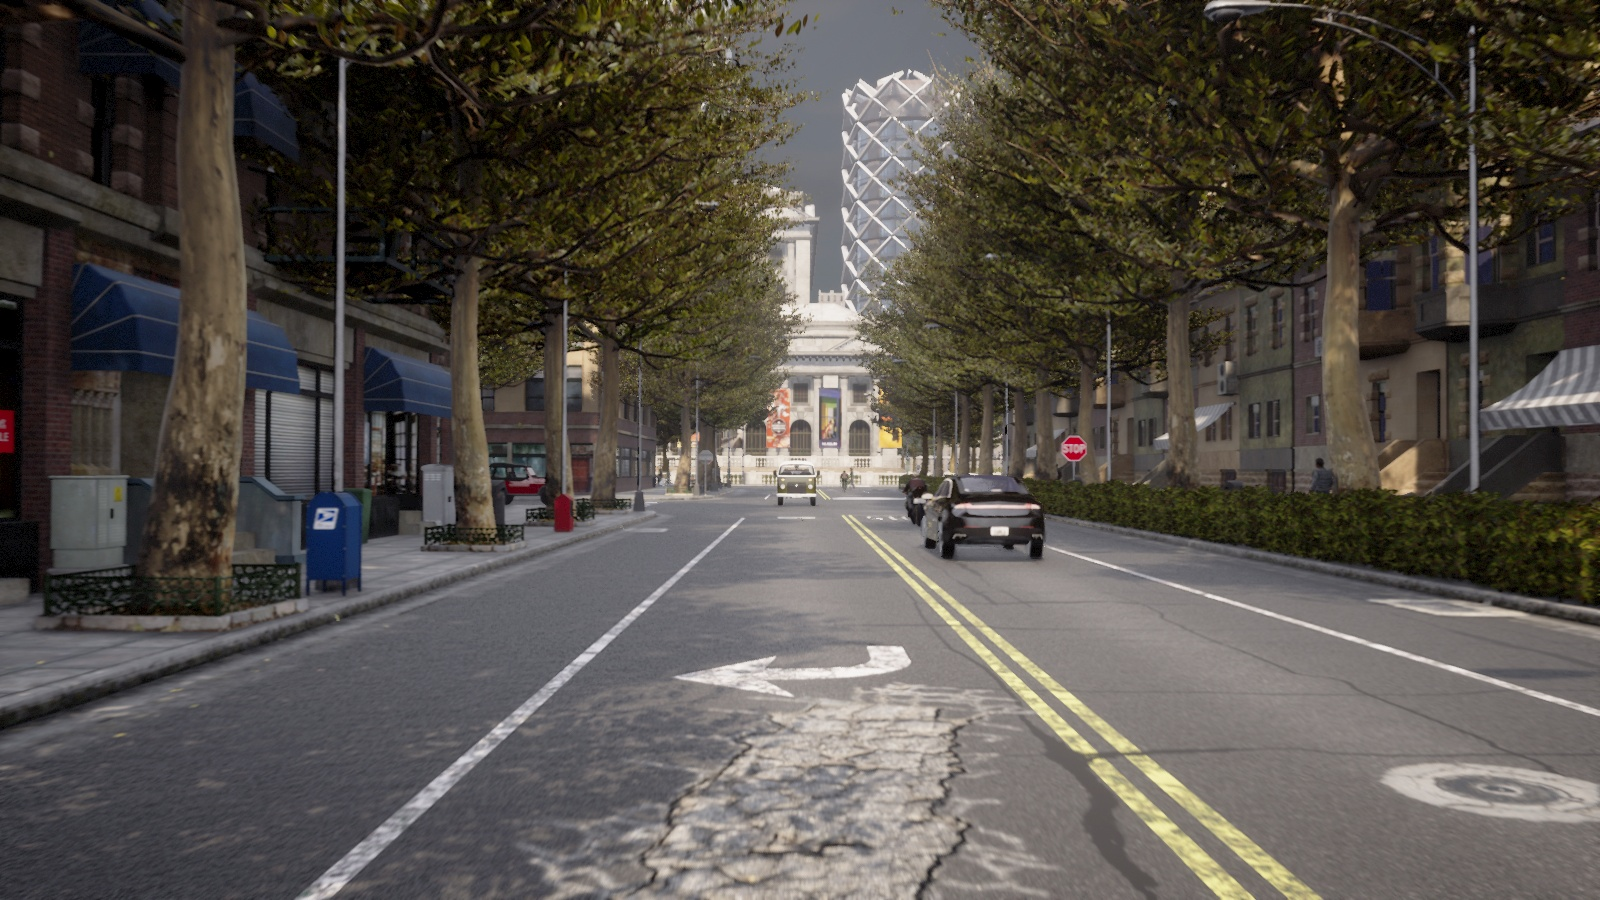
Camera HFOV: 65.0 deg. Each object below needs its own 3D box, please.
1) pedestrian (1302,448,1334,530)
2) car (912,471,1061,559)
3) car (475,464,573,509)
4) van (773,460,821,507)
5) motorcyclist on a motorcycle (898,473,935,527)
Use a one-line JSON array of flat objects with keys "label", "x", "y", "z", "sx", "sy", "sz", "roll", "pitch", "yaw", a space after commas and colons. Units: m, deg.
[{"label": "pedestrian", "x": 12.519, "y": 0.929, "z": 30.352, "sx": 0.423, "sy": 1.949, "sz": 0.788, "roll": 0, "pitch": -1, "yaw": -1}, {"label": "car", "x": 3.441, "y": 1.162, "z": 24.185, "sx": 2.128, "sy": 1.511, "sz": 4.902, "roll": 0, "pitch": -1, "yaw": 0}, {"label": "car", "x": -11.981, "y": 1.573, "z": 54.650, "sx": 3.866, "sy": 1.878, "sz": 1.905, "roll": 0, "pitch": -1, "yaw": -1}, {"label": "van", "x": -0.140, "y": 1.492, "z": 56.968, "sx": 2.069, "sy": 2.038, "sz": 4.480, "roll": 0, "pitch": -1, "yaw": 0}, {"label": "motorcyclist on a motorcycle", "x": 3.410, "y": 1.453, "z": 36.846, "sx": 0.866, "sy": 1.530, "sz": 2.191, "roll": 0, "pitch": -1, "yaw": 0}]
